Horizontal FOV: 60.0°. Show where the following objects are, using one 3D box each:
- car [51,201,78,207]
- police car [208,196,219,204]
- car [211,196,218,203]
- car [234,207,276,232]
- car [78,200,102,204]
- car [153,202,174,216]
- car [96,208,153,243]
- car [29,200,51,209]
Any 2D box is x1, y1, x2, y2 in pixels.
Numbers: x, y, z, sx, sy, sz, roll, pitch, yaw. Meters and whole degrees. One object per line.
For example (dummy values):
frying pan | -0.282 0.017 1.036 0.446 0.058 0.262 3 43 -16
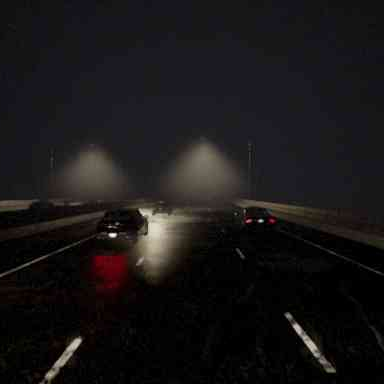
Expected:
car | -16.954 1.823 45.439 1.895 1.301 4.718 0 0 2
police car | 5.243 1.854 76.173 1.930 1.638 5.238 0 0 3
car | 5.774 1.972 87.164 1.801 1.575 5.366 0 0 3
car | 3.741 1.626 20.432 2.033 1.411 5.357 0 0 1
car | -13.439 1.773 45.865 2.033 1.411 5.357 0 0 2
car | -3.015 1.705 34.956 2.033 1.411 5.357 0 0 1
car | -3.301 1.566 16.403 1.837 1.490 4.892 0 0 1
car | -20.447 1.785 45.373 1.994 1.385 4.181 0 0 2
